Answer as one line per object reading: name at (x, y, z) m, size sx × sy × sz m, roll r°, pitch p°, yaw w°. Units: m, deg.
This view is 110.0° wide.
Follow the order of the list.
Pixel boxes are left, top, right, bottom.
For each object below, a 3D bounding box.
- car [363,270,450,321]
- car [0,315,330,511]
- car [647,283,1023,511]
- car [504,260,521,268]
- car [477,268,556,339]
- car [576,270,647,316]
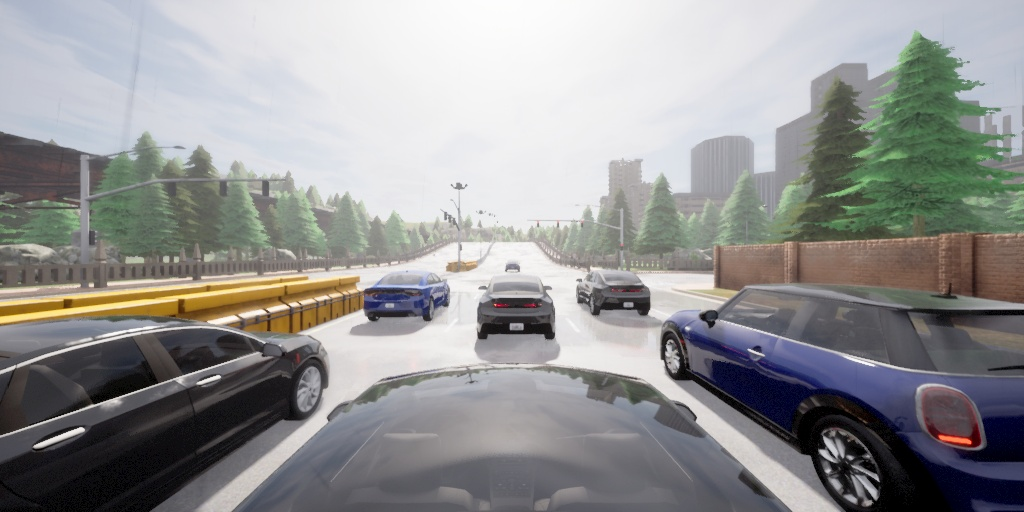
car at (-3.401, 1.226, 12.444) m, size 1.882 × 1.535 × 5.008 m, roll 0°, pitch 0°, yaw 0°
car at (-3.400, 1.255, 2.951) m, size 1.837 × 1.490 × 4.892 m, roll 0°, pitch 0°, yaw 0°
car at (3.601, 1.102, 4.370) m, size 2.097 × 1.767 × 4.553 m, roll 0°, pitch 0°, yaw 0°
car at (0.081, 1.269, 46.205) m, size 1.812 × 1.442 × 4.674 m, roll 0°, pitch 0°, yaw 0°
car at (0.098, 1.253, 10.021) m, size 1.837 × 1.490 × 4.892 m, roll 0°, pitch 0°, yaw 0°
car at (3.617, 1.253, 13.454) m, size 1.837 × 1.490 × 4.892 m, roll 0°, pitch 0°, yaw 1°
